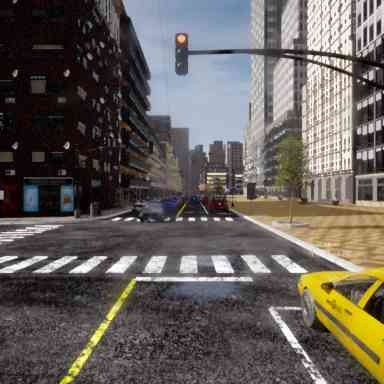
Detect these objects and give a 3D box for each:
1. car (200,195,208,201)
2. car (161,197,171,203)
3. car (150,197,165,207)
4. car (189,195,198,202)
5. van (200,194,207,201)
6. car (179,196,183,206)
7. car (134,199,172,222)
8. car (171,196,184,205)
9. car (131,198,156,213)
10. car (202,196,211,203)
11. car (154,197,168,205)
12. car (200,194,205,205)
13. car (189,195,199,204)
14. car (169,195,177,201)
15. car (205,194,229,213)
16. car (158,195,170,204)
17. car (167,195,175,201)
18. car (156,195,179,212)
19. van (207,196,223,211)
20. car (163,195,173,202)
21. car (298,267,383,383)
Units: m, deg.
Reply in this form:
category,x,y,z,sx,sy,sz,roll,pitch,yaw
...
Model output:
category,x,y,z,sx,sy,sz,roll,pitch,yaw
car,3.076,1.614,86.292,1.752,1.417,4.829,0,0,0
car,-5.380,1.639,69.580,1.802,1.307,4.206,0,0,0
car,-5.455,1.581,53.000,2.008,1.369,4.403,0,0,0
car,0.350,1.570,76.587,1.837,1.490,4.892,0,0,0
van,3.099,1.441,91.648,1.690,1.788,3.998,0,0,0
car,-2.847,1.531,51.236,1.837,1.490,4.892,0,0,0
car,-2.979,1.560,26.575,2.033,1.411,5.357,0,0,0
car,-2.726,1.539,63.093,2.128,1.511,4.902,0,0,1
car,-5.529,1.563,36.420,2.008,1.369,4.403,0,0,0
car,3.000,1.602,69.542,1.887,1.381,4.507,0,0,0
car,-5.430,1.584,58.526,1.887,1.381,4.507,0,0,0
car,2.949,1.354,58.488,2.192,1.841,5.009,0,0,0
car,0.402,1.405,66.691,2.097,1.767,4.553,0,0,0
car,-5.279,1.644,91.685,1.887,1.381,4.507,0,0,0
car,2.849,1.327,36.383,2.192,1.841,5.009,0,0,0
car,-5.405,1.488,64.053,1.967,1.590,4.097,0,0,0
car,-5.305,1.613,85.990,1.752,1.417,4.829,0,0,0
car,-2.916,1.492,39.226,1.882,1.535,5.008,0,0,0
van,2.874,1.358,41.909,1.690,1.788,3.998,0,0,0
car,-5.355,1.507,75.107,1.967,1.590,4.097,0,0,0
car,2.705,1.525,4.140,1.752,1.417,4.829,0,0,0
